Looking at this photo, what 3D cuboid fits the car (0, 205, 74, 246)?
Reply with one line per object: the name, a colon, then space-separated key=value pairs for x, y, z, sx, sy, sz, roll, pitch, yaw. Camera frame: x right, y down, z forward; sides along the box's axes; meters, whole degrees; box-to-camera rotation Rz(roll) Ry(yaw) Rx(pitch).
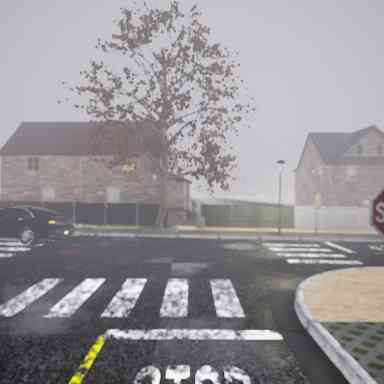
car: x=-7.468 y=1.343 z=14.176 sx=4.892 sy=1.490 sz=1.837 roll=1 pitch=-3 yaw=15
